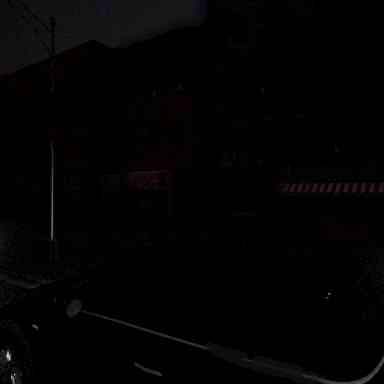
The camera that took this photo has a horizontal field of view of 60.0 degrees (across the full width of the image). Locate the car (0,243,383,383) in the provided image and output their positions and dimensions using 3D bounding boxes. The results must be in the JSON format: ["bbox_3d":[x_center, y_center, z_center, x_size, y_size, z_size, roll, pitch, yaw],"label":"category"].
[{"bbox_3d":[-0.189,1.351,3.537,4.553,1.767,2.097,0,0,36],"label":"car"}]
